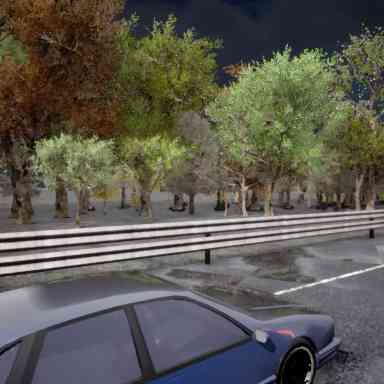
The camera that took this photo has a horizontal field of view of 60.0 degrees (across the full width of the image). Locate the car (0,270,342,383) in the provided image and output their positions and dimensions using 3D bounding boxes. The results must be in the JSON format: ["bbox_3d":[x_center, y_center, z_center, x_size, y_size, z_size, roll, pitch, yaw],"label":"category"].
[{"bbox_3d":[-0.731,1.547,3.201,5.357,1.411,2.033,0,0,-38],"label":"car"}]
